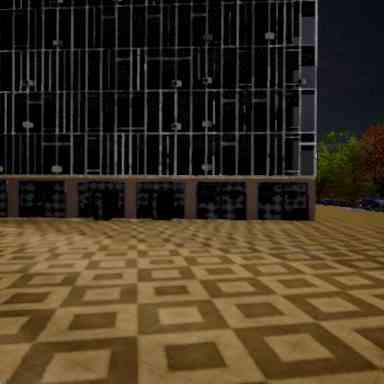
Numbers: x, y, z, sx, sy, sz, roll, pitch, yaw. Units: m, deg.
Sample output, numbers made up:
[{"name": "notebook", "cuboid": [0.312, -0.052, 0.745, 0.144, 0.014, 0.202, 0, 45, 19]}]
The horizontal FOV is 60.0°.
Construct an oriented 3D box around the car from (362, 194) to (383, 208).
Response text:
[{"name": "car", "cuboid": [24.888, 1.112, 44.948, 2.097, 1.767, 4.553, 0, 0, 2]}]
